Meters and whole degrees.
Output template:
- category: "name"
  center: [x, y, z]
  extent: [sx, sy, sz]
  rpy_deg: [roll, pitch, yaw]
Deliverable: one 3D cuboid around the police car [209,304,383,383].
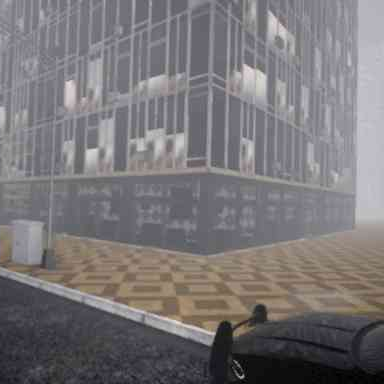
- category: "police car"
  center: [2.502, 1.591, 2.517]
  extent: [5.238, 1.638, 1.930]
  rpy_deg: [-1, -3, 39]
